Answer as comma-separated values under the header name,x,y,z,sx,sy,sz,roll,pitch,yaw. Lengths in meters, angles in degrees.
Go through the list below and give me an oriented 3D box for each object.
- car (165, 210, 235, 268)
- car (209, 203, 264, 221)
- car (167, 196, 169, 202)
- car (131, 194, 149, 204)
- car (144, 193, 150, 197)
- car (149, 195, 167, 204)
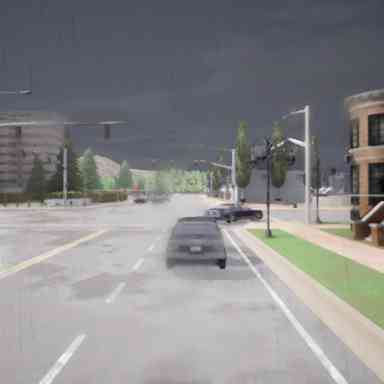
name,x,y,z,sx,sy,sz,roll,pitch,yaw
car,0.139,1.556,11.306,2.033,1.411,5.357,0,0,1
car,3.231,1.567,25.220,5.357,1.411,2.033,0,0,-43
car,-6.430,1.594,80.005,2.033,1.411,5.357,0,0,0
car,-10.053,1.642,64.471,1.895,1.301,4.718,0,0,1
car,-9.930,1.578,80.040,2.128,1.511,4.902,0,0,0
car,-6.553,1.643,64.431,1.895,1.301,4.718,0,0,1
